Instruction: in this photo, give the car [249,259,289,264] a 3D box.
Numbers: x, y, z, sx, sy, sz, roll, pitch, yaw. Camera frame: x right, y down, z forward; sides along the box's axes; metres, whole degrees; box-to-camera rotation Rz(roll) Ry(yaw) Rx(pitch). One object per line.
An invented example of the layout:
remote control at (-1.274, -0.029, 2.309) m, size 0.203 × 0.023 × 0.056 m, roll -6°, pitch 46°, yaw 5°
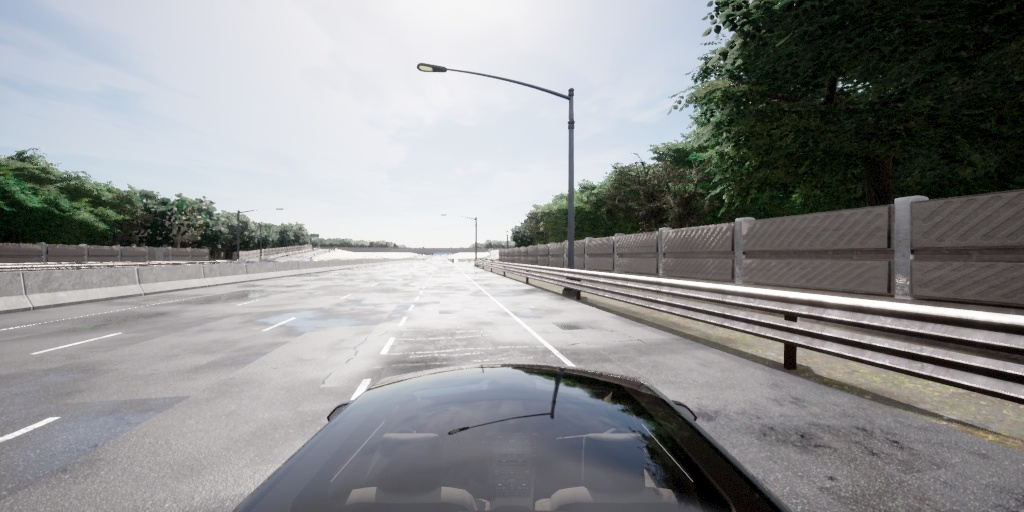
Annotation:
car at (-29.143, 1.348, 43.187) m, size 1.994 × 1.385 × 4.181 m, roll 0°, pitch 0°, yaw -11°
